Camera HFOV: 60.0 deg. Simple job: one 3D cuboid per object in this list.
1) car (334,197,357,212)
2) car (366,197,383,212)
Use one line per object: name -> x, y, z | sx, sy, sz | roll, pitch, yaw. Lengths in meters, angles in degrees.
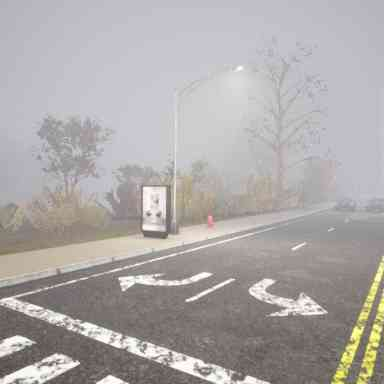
car -> 18.466, 1.389, 39.926 | 2.097, 1.767, 4.553 | 0, 0, 30
car -> 21.280, 1.392, 38.300 | 2.097, 1.767, 4.553 | 0, 0, 30
